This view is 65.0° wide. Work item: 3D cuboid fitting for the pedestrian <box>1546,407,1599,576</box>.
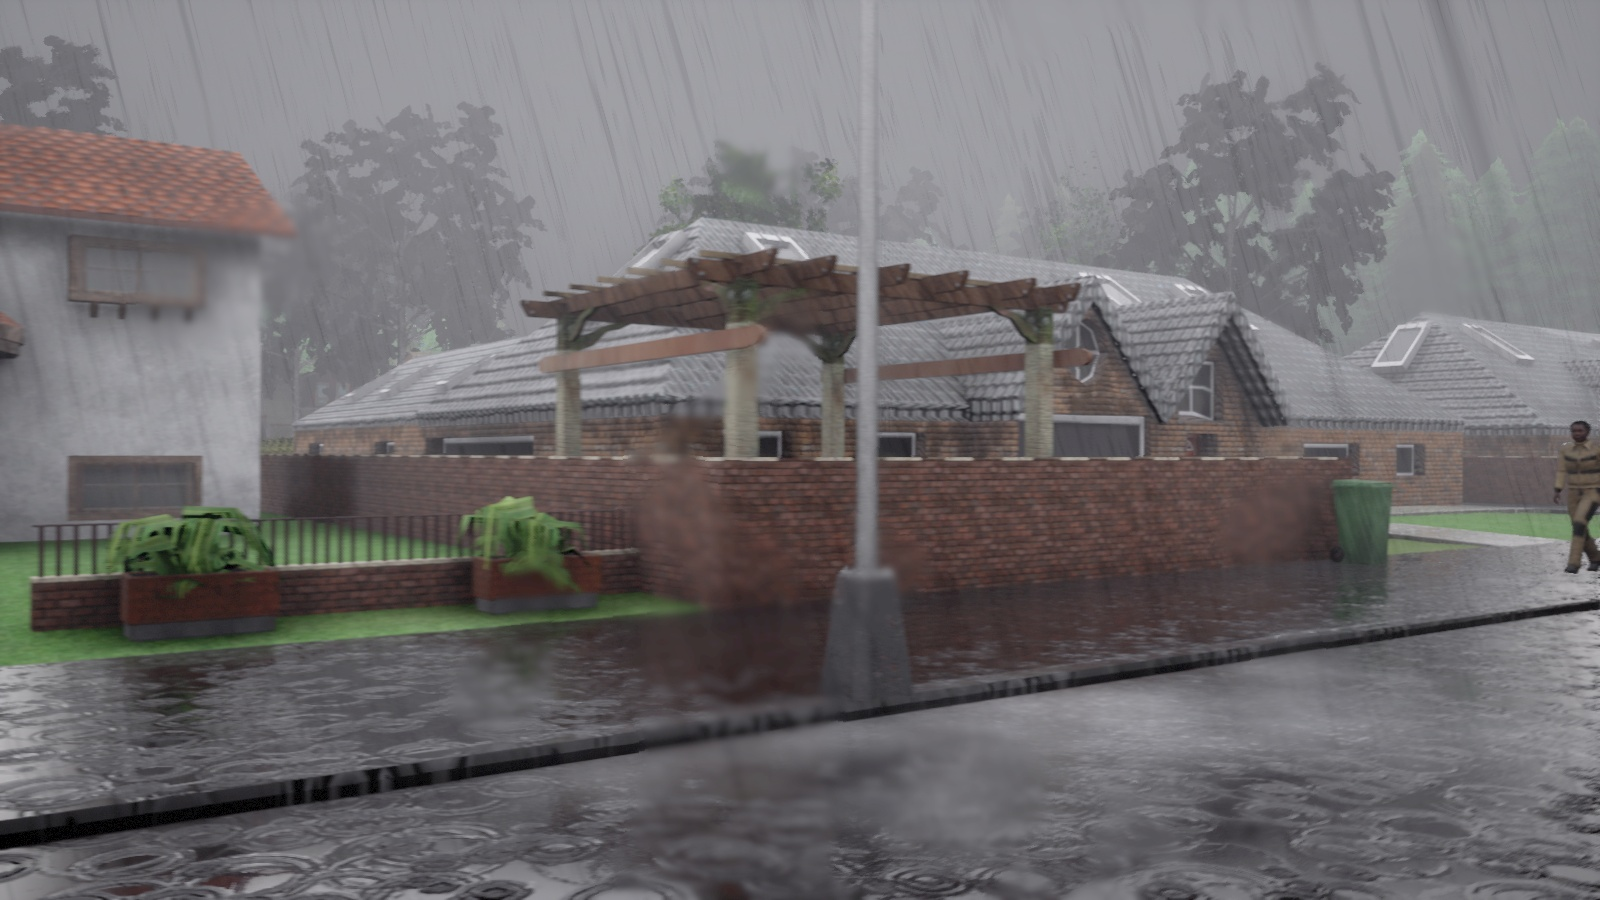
[{"bbox_3d":[9.080,0.471,14.641,0.692,1.930,0.396,0,0,-34],"label":"pedestrian"}]
